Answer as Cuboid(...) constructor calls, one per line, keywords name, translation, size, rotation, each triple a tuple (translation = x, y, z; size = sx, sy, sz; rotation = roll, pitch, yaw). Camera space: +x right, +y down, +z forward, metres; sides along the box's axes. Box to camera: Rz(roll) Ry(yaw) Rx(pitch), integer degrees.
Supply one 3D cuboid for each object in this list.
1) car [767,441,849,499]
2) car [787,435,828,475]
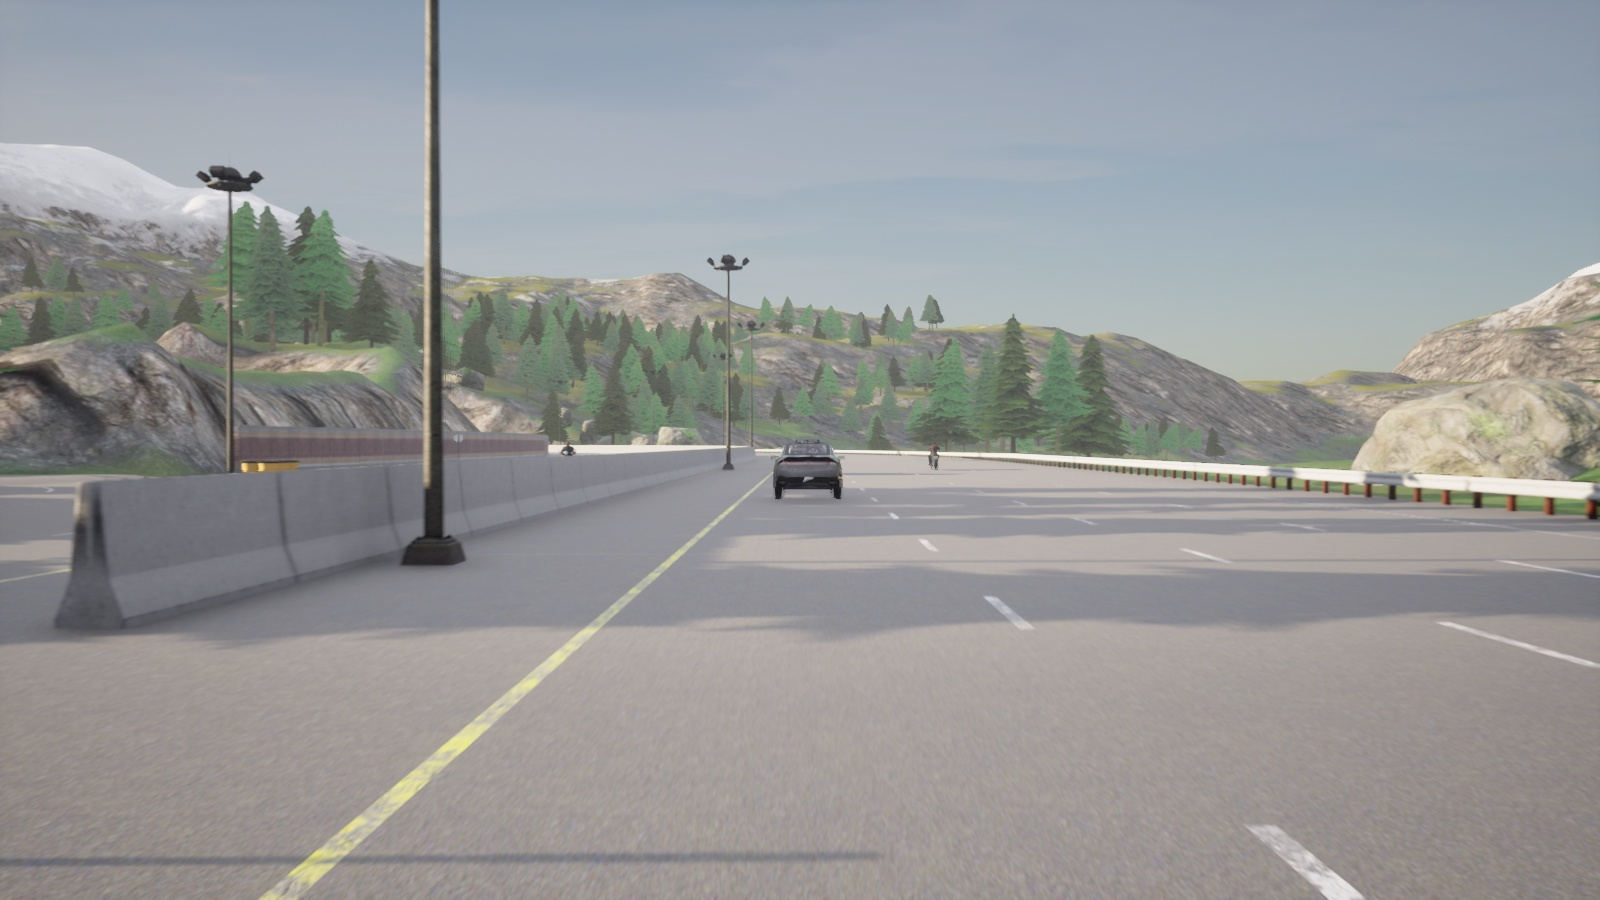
Cuboid(name="car", translation=(0.216, 0.508, 35.002), size=(2.128, 1.511, 4.902), rotation=(0, 0, 0))
Cuboid(name="car", translation=(0.367, 0.223, 61.221), size=(1.932, 1.855, 4.605), rotation=(0, 0, 0))
